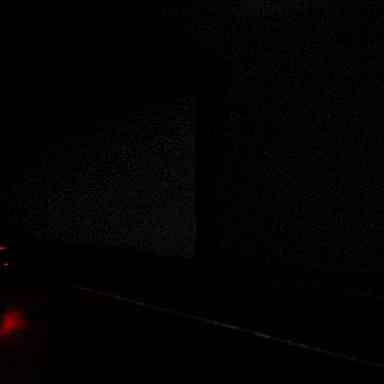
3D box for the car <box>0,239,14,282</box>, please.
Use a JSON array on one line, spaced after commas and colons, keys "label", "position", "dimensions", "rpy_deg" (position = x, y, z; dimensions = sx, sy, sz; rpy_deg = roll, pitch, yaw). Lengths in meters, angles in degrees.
[{"label": "car", "position": [-6.573, 1.564, 8.686], "dimensions": [4.902, 1.511, 2.128], "rpy_deg": [0, 0, 36]}]
